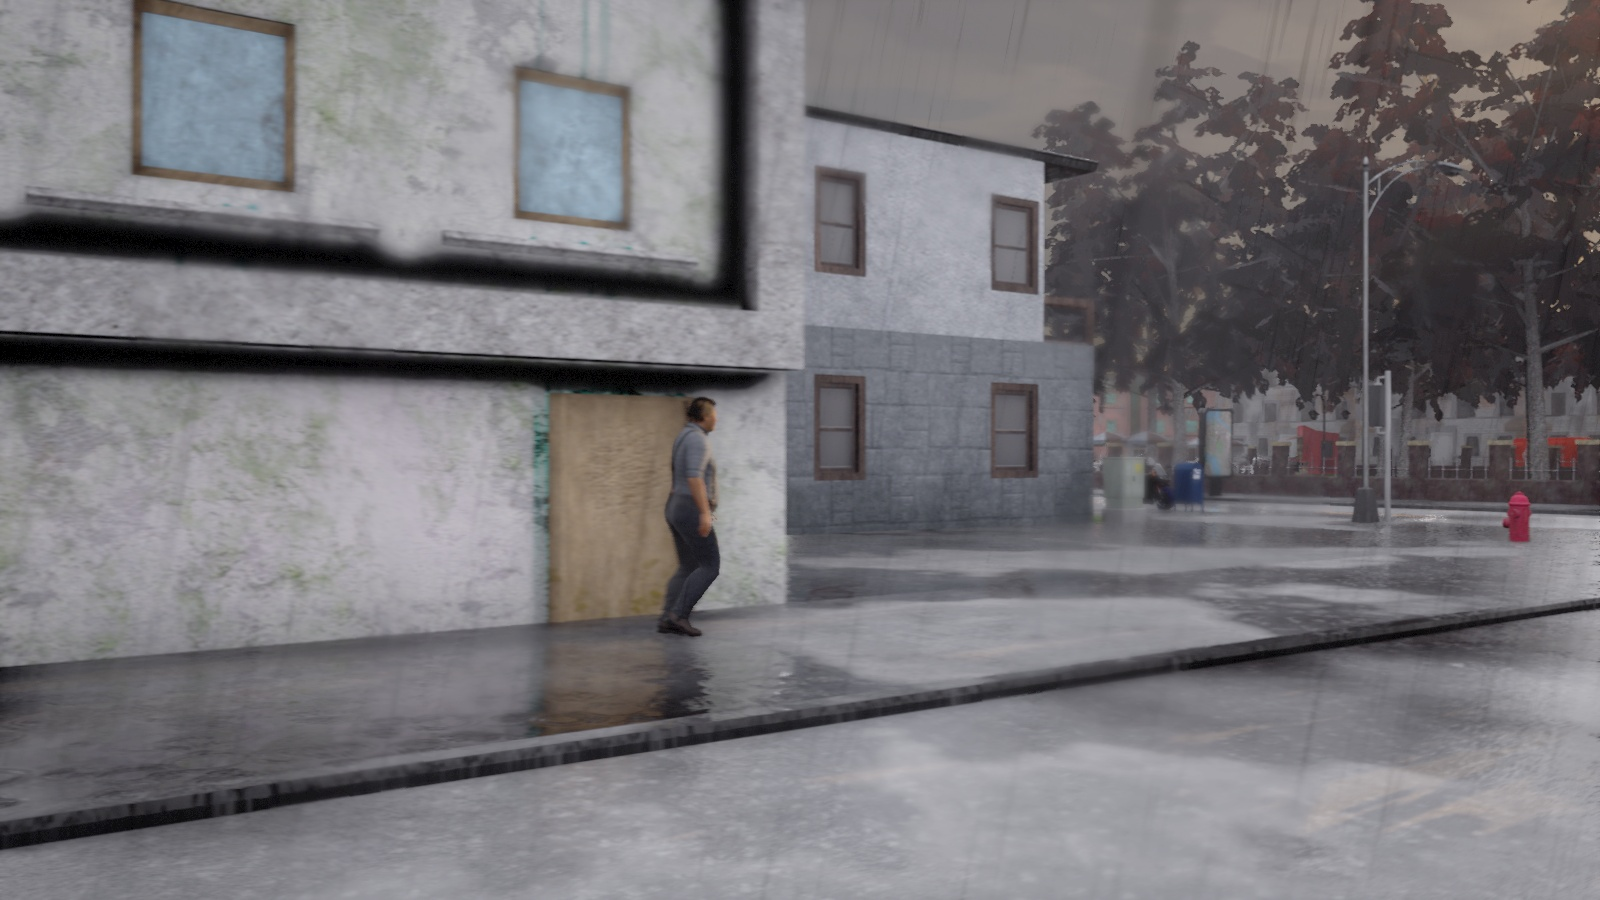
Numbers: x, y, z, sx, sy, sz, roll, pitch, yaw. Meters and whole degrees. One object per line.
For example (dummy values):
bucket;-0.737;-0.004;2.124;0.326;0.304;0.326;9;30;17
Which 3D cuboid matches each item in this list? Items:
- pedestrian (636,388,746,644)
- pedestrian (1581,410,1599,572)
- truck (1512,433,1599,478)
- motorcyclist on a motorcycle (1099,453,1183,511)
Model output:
pedestrian;-0.830;0.479;9.485;0.694;1.848;0.540;0;0;-23
pedestrian;9.598;0.466;14.264;0.900;1.855;0.874;0;0;-3
truck;43.674;0.324;71.156;2.627;2.467;5.204;0;0;-35
motorcyclist on a motorcycle;9.297;0.839;34.318;0.866;1.530;2.191;0;0;-35
